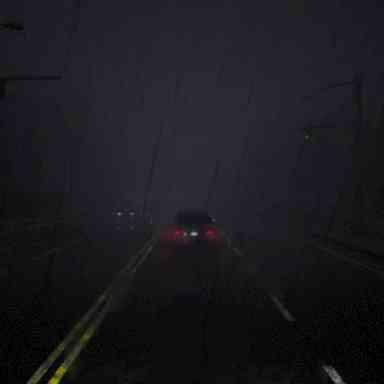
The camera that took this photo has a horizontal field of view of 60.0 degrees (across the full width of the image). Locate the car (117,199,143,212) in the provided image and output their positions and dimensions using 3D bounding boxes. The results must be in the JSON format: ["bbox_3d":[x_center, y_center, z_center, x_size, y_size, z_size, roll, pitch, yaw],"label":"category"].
[{"bbox_3d":[-7.200,1.580,38.176,1.895,1.301,4.718,0,0,0],"label":"car"}]

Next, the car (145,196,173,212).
[{"bbox_3d":[-3.699,1.469,37.976,2.128,1.511,4.902,0,0,0],"label":"car"}]

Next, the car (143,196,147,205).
[{"bbox_3d":[-7.208,1.474,54.833,1.837,1.490,4.892,0,0,0],"label":"car"}]

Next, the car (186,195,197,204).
[{"bbox_3d":[-0.187,1.313,64.939,2.097,1.767,4.553,0,0,0],"label":"car"}]

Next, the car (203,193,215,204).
[{"bbox_3d":[3.313,1.183,65.009,2.150,2.045,5.566,0,0,0],"label":"car"}]

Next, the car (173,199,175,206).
[{"bbox_3d":[-3.719,1.496,51.762,1.812,1.442,4.674,0,0,0],"label":"car"}]

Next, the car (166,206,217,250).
[{"bbox_3d":[0.059,1.539,14.315,2.033,1.411,5.357,0,0,0],"label":"car"}]
